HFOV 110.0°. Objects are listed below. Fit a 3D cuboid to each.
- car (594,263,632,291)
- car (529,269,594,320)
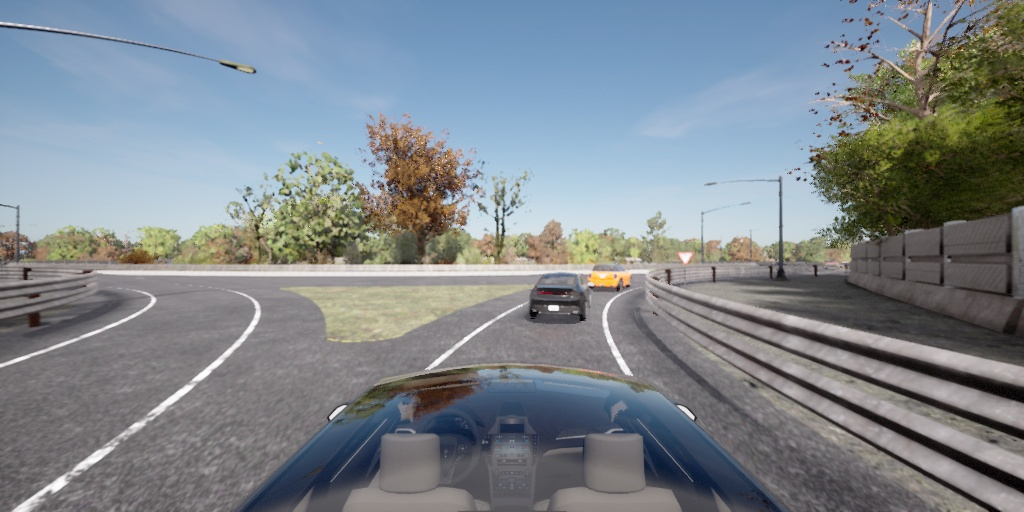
[{"bbox_3d":[6.654,1.314,24.114,2.097,1.767,4.553,0,-1,29],"label":"car"},{"bbox_3d":[1.885,1.359,13.178,1.837,1.490,4.892,0,-1,15],"label":"car"}]
